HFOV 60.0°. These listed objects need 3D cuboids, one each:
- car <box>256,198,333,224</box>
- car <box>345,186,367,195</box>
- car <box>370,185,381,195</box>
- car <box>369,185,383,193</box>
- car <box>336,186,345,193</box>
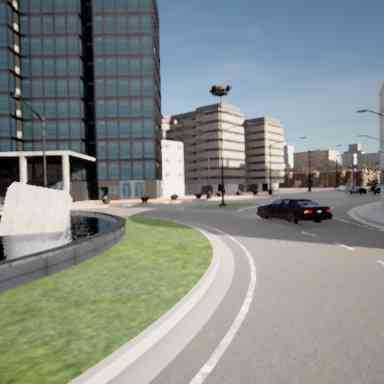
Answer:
[{"bbox_3d":[5.879,1.044,19.833,2.033,1.411,5.357,-2,1,-18],"label":"car"},{"bbox_3d":[29.433,-0.299,58.769,2.128,1.511,4.902,0,1,41],"label":"car"},{"bbox_3d":[32.593,-0.333,57.067,1.837,1.490,4.892,0,2,41],"label":"car"},{"bbox_3d":[38.412,-0.740,69.035,1.882,1.535,5.008,0,1,41],"label":"car"},{"bbox_3d":[33.553,-0.649,74.111,1.812,1.442,4.674,0,1,41],"label":"car"}]
